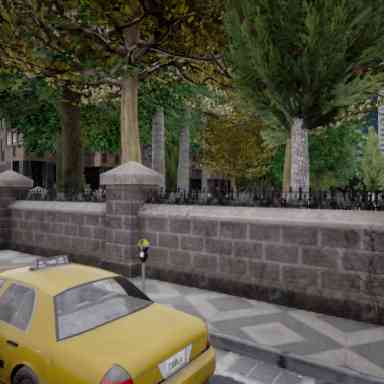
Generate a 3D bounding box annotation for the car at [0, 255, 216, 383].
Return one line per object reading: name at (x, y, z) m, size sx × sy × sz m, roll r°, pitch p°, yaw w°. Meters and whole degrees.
car at (-2.027, 1.525, 4.404) m, size 4.829 × 1.417 × 1.752 m, roll 0°, pitch 0°, yaw 35°
